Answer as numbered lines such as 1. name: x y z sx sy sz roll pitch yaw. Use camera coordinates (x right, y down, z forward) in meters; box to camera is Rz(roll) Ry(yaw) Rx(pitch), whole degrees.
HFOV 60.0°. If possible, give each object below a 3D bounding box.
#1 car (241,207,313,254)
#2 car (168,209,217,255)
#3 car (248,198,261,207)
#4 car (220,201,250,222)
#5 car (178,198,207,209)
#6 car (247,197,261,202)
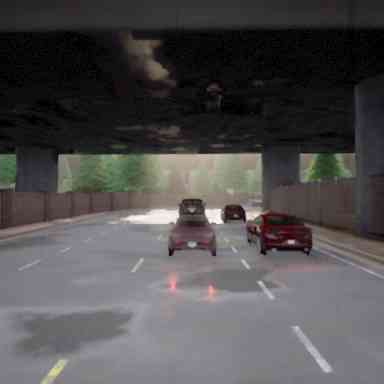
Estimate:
1. car: 3.530 1.631 14.229 1.882 1.535 5.008 0 0 0
2. car: 0.027 1.675 13.879 1.812 1.442 4.674 0 0 0
3. car: 13.901 2.282 63.804 4.718 1.301 1.895 0 -1 -11
4. car: 3.579 1.790 29.235 1.882 1.535 5.008 0 0 1
5. car: 0.035 1.521 27.588 2.150 2.045 5.566 0 0 1
6. car: 13.669 1.944 67.410 5.566 2.045 2.150 0 -1 -13
